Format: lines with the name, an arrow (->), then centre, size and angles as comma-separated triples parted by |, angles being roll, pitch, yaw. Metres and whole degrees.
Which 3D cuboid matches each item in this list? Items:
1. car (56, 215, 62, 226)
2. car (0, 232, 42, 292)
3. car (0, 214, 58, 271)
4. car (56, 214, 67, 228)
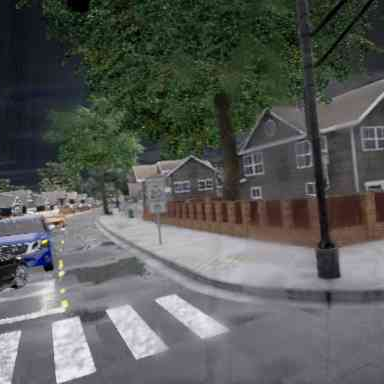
car -> -10.351, 2.676, 22.677 | 2.128, 1.511, 4.902 | -6, 0, -20
car -> -5.759, 2.102, 8.273 | 2.128, 1.511, 4.902 | -4, -2, -7
car -> -6.732, 1.991, 13.334 | 2.150, 2.045, 5.566 | -6, 0, -21
car -> -15.280, 3.238, 37.462 | 1.882, 1.535, 5.008 | -6, 0, -17
